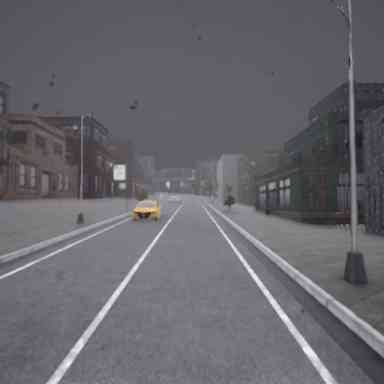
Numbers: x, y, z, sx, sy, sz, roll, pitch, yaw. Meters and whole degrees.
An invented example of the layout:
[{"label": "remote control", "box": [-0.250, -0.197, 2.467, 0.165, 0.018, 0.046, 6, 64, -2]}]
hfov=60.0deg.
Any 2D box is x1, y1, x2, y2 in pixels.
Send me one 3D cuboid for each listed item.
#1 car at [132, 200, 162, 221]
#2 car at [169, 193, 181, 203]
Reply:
[{"label": "car", "box": [-3.507, 1.435, 26.579, 1.882, 1.535, 5.008, 0, 0, 0]}, {"label": "car", "box": [-3.509, 1.213, 68.851, 2.150, 2.045, 5.566, 0, 0, 0]}]
